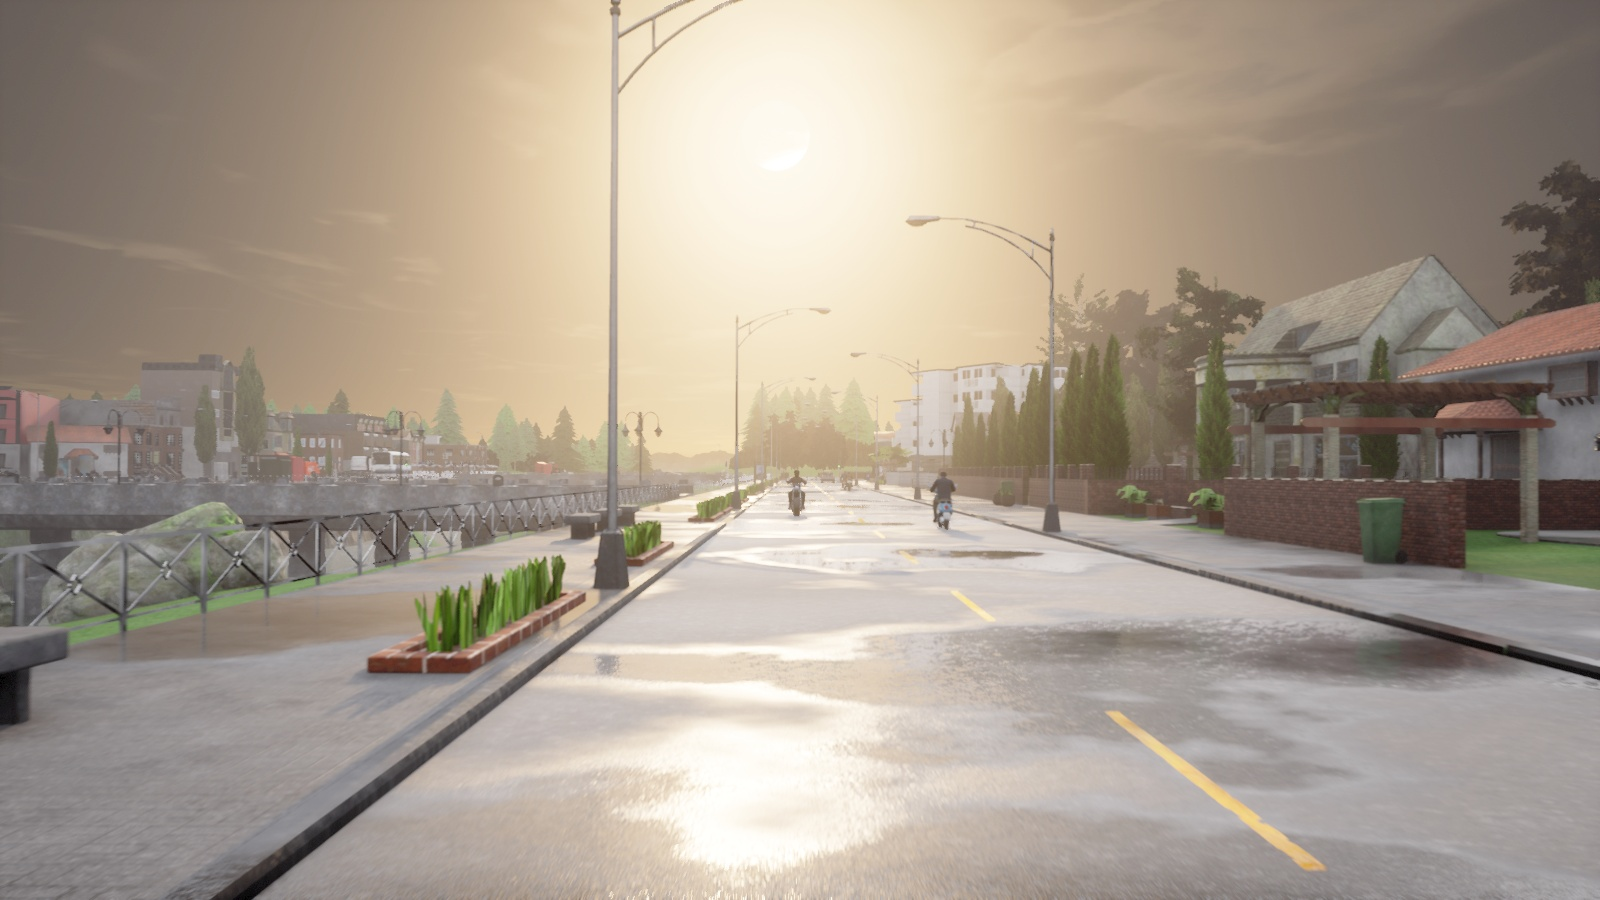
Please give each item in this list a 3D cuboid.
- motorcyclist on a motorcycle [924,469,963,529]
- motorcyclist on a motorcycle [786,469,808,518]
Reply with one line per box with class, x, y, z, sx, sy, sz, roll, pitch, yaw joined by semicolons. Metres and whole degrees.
motorcyclist on a motorcycle;3.919;1.329;34.455;0.866;1.590;1.817;0;-1;0
motorcyclist on a motorcycle;-0.103;1.496;43.616;0.766;1.649;2.350;0;-1;0
